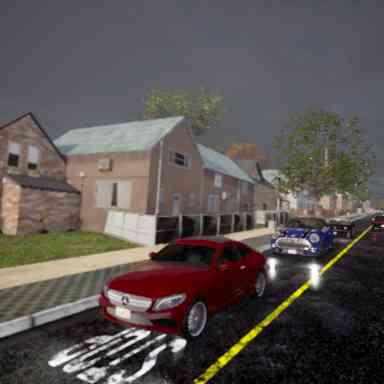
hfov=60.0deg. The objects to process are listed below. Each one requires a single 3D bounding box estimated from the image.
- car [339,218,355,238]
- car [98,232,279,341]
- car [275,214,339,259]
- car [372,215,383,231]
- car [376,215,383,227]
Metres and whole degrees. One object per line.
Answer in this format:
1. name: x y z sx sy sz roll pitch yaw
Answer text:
1. car: 11.262 2.697 25.560 1.895 1.301 4.718 1 -2 31
2. car: 0.174 1.721 7.159 1.812 1.442 4.674 1 -2 32
3. car: 5.295 1.963 15.624 2.097 1.767 4.553 1 -2 31
4. car: 18.504 3.000 32.014 1.882 1.535 5.008 1 -2 31
5. car: 23.842 3.553 40.993 1.895 1.301 4.718 1 -2 31
